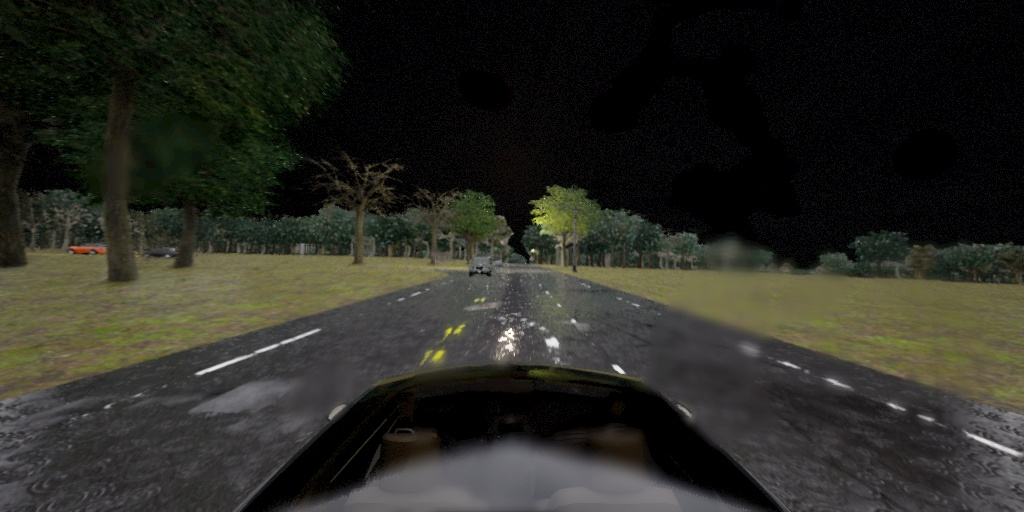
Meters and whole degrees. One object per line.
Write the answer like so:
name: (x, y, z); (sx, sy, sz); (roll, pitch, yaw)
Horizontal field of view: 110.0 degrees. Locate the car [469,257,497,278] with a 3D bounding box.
car: (-3.040, 1.095, 36.395); (2.150, 2.045, 5.566); (1, 1, 0)
